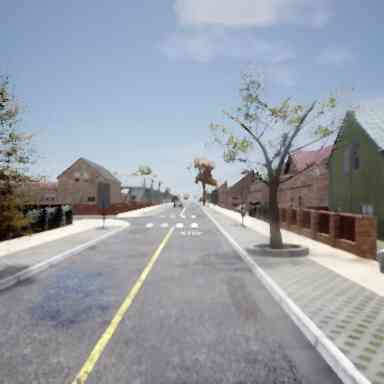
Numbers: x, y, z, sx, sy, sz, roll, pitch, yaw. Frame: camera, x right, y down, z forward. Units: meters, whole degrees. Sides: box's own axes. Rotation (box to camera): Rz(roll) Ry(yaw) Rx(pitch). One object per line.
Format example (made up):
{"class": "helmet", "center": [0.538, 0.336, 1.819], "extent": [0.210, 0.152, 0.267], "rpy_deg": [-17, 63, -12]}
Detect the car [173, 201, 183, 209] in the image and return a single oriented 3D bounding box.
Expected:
{"class": "car", "center": [-2.753, 2.470, 66.484], "extent": [2.128, 1.511, 4.902], "rpy_deg": [0, -1, 0]}
